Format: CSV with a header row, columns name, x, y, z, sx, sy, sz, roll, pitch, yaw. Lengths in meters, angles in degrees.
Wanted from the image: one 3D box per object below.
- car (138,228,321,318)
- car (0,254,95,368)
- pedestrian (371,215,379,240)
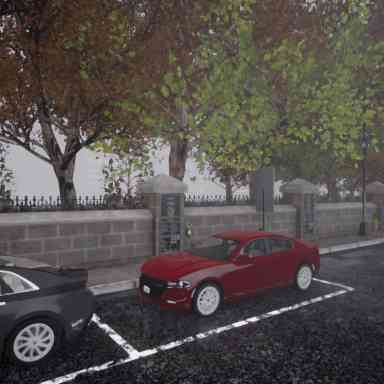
name,x,y,z,sx,sy,sz,roll,pitch,yaw
car,0.999,1.545,7.414,4.507,1.381,1.887,0,0,-35
car,-3.489,1.551,4.166,4.403,1.369,2.008,0,0,-35
pedestrian,8.045,1.521,14.547,0.500,1.100,0.500,0,0,-35
